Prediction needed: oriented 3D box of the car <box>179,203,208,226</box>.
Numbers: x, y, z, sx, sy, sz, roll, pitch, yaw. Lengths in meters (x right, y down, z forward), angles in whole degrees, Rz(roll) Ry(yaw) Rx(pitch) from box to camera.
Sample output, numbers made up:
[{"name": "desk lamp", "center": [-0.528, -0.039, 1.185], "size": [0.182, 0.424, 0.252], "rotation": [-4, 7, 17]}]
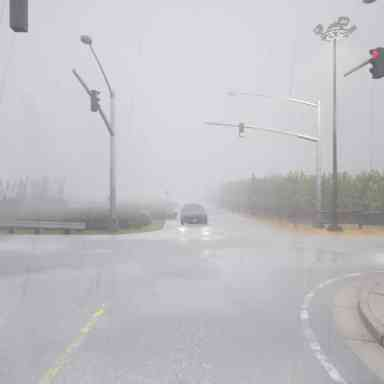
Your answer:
[{"name": "car", "center": [0.083, 1.561, 24.314], "size": [1.882, 1.535, 5.008], "rotation": [0, 1, -2]}]
